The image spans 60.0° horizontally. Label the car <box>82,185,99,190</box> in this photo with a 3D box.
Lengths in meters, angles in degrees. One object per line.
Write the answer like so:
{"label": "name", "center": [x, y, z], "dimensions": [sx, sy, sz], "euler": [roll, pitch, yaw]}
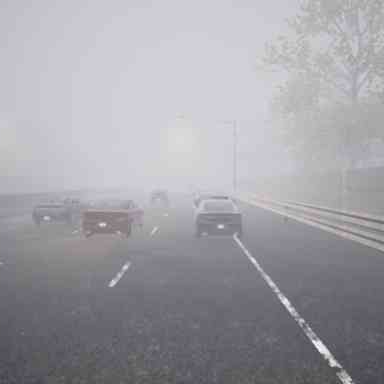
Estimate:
{"label": "car", "center": [-17.536, -0.205, 59.684], "dimensions": [1.994, 1.385, 4.181], "euler": [0, 2, 1]}

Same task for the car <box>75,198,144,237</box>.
{"label": "car", "center": [-3.399, 1.023, 15.115], "dimensions": [1.882, 1.535, 5.008], "euler": [0, 2, 0]}

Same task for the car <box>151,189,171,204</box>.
{"label": "car", "center": [-3.399, 0.423, 36.291], "dimensions": [1.837, 1.490, 4.892], "euler": [0, 2, 0]}

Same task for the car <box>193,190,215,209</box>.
{"label": "car", "center": [1.051, 0.592, 30.648], "dimensions": [1.837, 1.490, 4.892], "euler": [0, 2, 0]}

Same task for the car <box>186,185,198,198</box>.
{"label": "car", "center": [0.003, 0.096, 48.832], "dimensions": [2.033, 1.411, 5.357], "euler": [0, 2, 0]}

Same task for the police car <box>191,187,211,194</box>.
{"label": "police car", "center": [1.051, 0.685, 24.758], "dimensions": [1.930, 1.638, 5.238], "euler": [0, 2, 0]}

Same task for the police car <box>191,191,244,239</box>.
{"label": "police car", "center": [1.050, 0.982, 14.762], "dimensions": [1.930, 1.638, 5.238], "euler": [0, 2, 0]}

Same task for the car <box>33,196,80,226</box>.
{"label": "car", "center": [-6.900, 0.945, 18.241], "dimensions": [2.128, 1.511, 4.902], "euler": [0, 2, 0]}

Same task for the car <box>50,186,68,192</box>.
{"label": "car", "center": [-24.512, -0.296, 61.451], "dimensions": [1.812, 1.442, 4.674], "euler": [0, 2, 0]}

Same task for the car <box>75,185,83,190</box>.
{"label": "car", "center": [-21.007, -0.550, 64.325], "dimensions": [2.097, 1.767, 4.553], "euler": [0, 2, 0]}

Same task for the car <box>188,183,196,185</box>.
{"label": "car", "center": [0.001, -0.776, 67.930], "dimensions": [2.150, 2.045, 5.566], "euler": [0, 2, 0]}
